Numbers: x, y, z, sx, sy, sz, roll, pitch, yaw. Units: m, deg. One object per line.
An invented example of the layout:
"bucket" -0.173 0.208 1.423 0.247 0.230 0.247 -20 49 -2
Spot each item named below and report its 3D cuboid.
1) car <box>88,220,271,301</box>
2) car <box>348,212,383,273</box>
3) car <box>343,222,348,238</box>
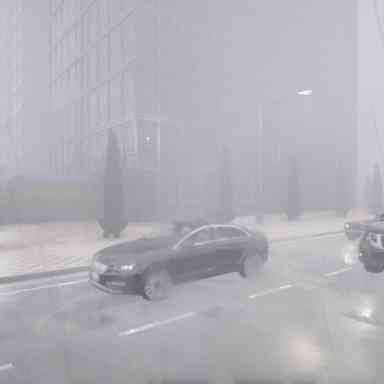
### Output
"car" -0.080 1.491 8.426 4.902 1.511 2.128 0 0 -38
"car" 7.063 1.222 9.577 5.566 2.045 2.150 0 0 -37
"car" 9.052 1.601 15.580 4.718 1.301 1.895 0 0 -38
